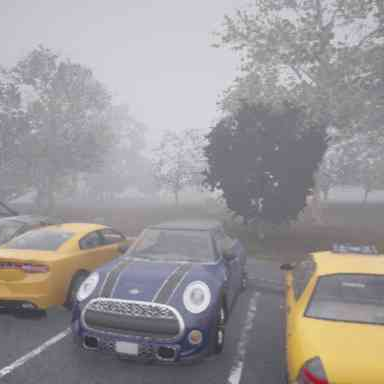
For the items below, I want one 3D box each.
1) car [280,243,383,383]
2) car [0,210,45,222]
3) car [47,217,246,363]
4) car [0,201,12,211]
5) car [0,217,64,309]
[{"bbox_3d":[2.245,1.485,4.723,1.946,1.575,5.366,0,-1,15],"label":"car"},{"bbox_3d":[-5.096,1.476,9.666,2.231,1.521,4.892,1,0,14],"label":"car"},{"bbox_3d":[-0.215,1.360,6.286,2.185,1.767,4.553,1,-1,15],"label":"car"},{"bbox_3d":[-7.546,1.205,11.379,2.435,2.045,5.566,0,0,14],"label":"car"},{"bbox_3d":[-2.665,1.483,7.960,2.097,1.535,5.008,0,-1,15],"label":"car"}]
